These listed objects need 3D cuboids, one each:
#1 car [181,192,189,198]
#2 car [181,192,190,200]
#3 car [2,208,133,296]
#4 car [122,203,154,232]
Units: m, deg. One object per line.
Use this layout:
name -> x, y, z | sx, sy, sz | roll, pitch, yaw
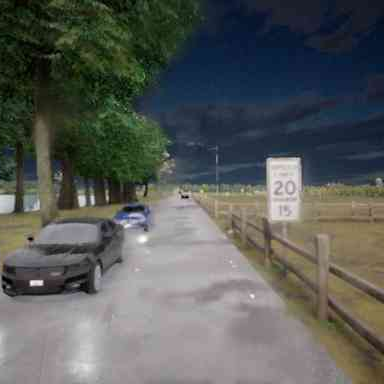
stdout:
car -> -1.760, 0.739, 86.073 | 1.882, 1.535, 5.008 | -1, 0, -1
car -> -1.539, 0.940, 75.574 | 1.882, 1.535, 5.008 | -1, 0, -1
car -> -2.997, 1.423, 8.783 | 1.882, 1.535, 5.008 | -1, 1, -1
car -> -3.200, 1.378, 18.853 | 1.812, 1.442, 4.674 | -1, 0, -1
